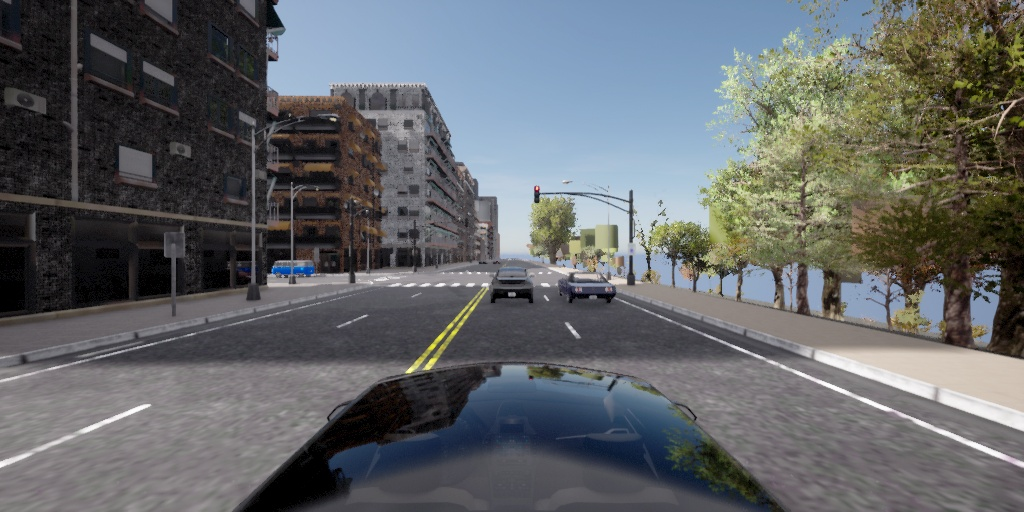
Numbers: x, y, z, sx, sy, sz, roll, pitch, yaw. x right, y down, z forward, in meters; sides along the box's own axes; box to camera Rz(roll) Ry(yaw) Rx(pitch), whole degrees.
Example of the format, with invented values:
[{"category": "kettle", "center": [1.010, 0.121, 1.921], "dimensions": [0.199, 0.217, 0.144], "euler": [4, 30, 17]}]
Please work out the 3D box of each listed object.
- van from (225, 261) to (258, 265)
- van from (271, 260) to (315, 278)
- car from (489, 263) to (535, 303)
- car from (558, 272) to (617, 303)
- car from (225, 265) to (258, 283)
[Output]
[{"category": "van", "center": [-28.320, 1.428, 37.189], "dimensions": [3.998, 1.789, 1.690], "euler": [0, 0, -1]}, {"category": "van", "center": [-22.719, 1.355, 37.266], "dimensions": [3.998, 1.789, 1.690], "euler": [0, 0, -1]}, {"category": "car", "center": [0.000, 1.266, 16.501], "dimensions": [1.837, 1.490, 4.892], "euler": [0, 0, 0]}, {"category": "car", "center": [3.250, 1.366, 16.530], "dimensions": [1.895, 1.301, 4.718], "euler": [0, 0, 0]}, {"category": "car", "center": [-22.632, 1.625, 28.919], "dimensions": [4.207, 1.307, 1.802], "euler": [0, 0, -1]}]
